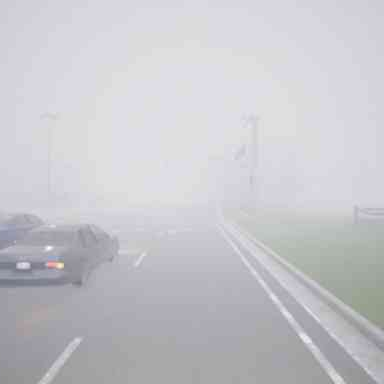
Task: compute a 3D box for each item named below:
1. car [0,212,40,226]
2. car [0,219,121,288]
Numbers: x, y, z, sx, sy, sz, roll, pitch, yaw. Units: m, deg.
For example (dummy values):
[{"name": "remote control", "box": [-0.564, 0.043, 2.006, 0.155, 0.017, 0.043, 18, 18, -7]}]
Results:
[{"name": "car", "box": [-6.927, 1.503, 12.851, 1.882, 1.535, 5.008, 0, 0, 0]}, {"name": "car", "box": [-3.452, 1.566, 9.357, 2.033, 1.411, 5.357, 0, 0, 1]}]
